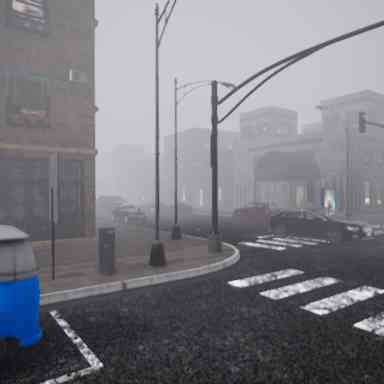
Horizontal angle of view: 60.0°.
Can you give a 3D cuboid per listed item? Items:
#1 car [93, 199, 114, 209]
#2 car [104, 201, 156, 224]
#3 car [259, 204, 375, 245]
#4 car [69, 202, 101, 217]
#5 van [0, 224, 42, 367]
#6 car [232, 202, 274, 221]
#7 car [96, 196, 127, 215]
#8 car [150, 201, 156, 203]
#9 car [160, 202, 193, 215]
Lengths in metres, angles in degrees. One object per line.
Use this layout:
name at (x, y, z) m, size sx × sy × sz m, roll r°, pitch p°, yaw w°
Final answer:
car at (-14.556, 1.916, 54.629) m, size 2.008 × 1.369 × 4.403 m, roll -1°, pitch 0°, yaw -35°
car at (-5.049, 1.714, 26.489) m, size 2.008 × 1.369 × 4.403 m, roll -1°, pitch 0°, yaw -35°
car at (5.857, 1.508, 15.641) m, size 2.128 × 1.511 × 4.902 m, roll 0°, pitch -1°, yaw -35°
car at (-11.593, 1.807, 35.816) m, size 2.008 × 1.369 × 4.403 m, roll -1°, pitch 0°, yaw -35°
van at (-3.872, 1.344, 3.800) m, size 3.998 × 1.788 × 1.690 m, roll 0°, pitch 0°, yaw -35°
car at (5.075, 1.522, 26.650) m, size 1.967 × 1.590 × 4.097 m, roll -1°, pitch 0°, yaw -35°
car at (-8.576, 1.419, 36.206) m, size 2.150 × 2.045 × 5.566 m, roll 0°, pitch 0°, yaw -35°
car at (-4.740, 1.772, 40.639) m, size 2.008 × 1.369 × 4.403 m, roll -1°, pitch 0°, yaw -35°
car at (-1.468, 1.756, 35.976) m, size 1.802 × 1.307 × 4.206 m, roll -1°, pitch 0°, yaw -35°
